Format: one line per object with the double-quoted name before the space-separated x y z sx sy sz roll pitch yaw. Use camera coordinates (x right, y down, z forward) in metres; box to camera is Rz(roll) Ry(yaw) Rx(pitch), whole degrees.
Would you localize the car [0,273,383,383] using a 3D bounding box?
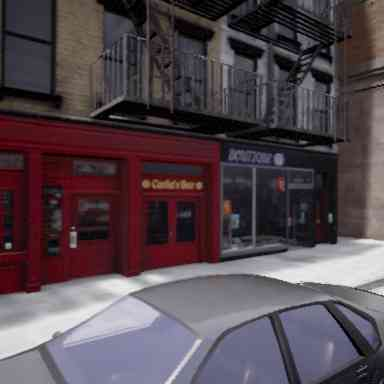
"car" 0.151 1.549 2.864 5.357 1.411 2.033 0 0 -35
